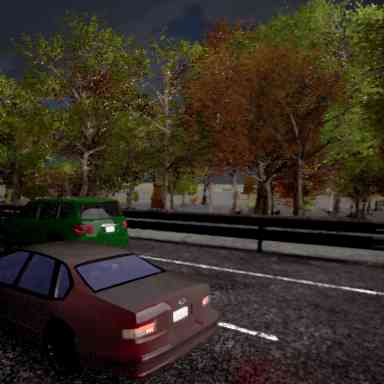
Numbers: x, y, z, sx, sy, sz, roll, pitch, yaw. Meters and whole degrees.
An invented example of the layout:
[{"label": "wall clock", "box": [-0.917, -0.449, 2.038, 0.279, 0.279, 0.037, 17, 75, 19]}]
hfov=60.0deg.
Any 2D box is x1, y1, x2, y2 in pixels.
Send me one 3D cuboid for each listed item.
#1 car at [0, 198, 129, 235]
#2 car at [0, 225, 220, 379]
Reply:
[{"label": "car", "box": [-4.658, 1.220, 11.617, 5.566, 2.045, 2.150, 0, 0, 36]}, {"label": "car", "box": [-2.185, 1.547, 5.552, 5.357, 1.411, 2.033, 0, 0, 36]}]
